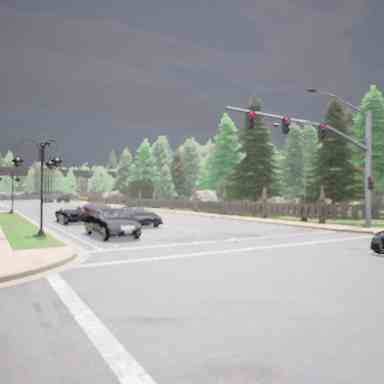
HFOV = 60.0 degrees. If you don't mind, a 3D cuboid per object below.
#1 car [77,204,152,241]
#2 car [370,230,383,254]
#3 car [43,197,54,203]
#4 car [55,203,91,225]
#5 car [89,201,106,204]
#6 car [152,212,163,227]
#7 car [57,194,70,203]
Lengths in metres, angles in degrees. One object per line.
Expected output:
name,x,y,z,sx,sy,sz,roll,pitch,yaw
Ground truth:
car,-4.244,1.611,17.568,2.128,1.511,4.902,1,-1,-32
car,8.838,1.733,12.812,4.181,1.385,1.994,1,-1,-30
car,-34.624,1.821,80.255,2.033,1.411,5.357,1,-1,-32
car,-9.108,1.754,25.460,1.895,1.301,4.718,1,-1,-31
car,-9.120,1.687,32.190,1.882,1.535,5.008,1,-1,-31
car,-3.981,1.721,23.805,2.033,1.411,5.357,1,-1,-32
car,-31.908,1.584,82.524,2.150,2.045,5.566,1,-1,-32
